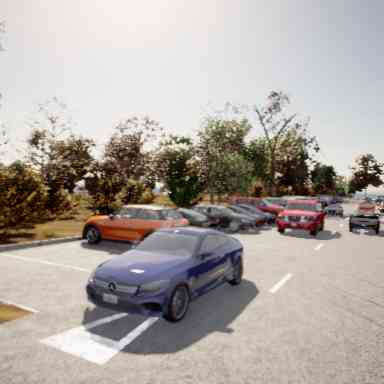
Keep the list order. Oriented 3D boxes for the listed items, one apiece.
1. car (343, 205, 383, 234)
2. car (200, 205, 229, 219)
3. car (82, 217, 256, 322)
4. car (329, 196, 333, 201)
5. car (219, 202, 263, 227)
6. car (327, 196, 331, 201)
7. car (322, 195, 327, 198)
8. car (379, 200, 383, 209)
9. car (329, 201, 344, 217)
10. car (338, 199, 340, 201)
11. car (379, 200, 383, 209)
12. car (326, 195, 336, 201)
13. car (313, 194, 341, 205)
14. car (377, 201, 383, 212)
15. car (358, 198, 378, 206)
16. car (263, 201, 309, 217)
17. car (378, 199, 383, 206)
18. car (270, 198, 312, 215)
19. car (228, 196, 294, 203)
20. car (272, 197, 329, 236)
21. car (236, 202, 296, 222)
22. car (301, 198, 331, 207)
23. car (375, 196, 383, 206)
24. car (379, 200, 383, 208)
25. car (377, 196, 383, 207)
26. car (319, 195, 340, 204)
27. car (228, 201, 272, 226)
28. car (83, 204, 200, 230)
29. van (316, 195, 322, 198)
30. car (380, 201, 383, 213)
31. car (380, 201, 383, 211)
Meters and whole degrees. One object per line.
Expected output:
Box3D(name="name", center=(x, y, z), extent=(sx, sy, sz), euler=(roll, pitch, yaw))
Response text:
Box3D(name="car", center=(12.182, 1.992, 23.493), extent=(2.128, 1.511, 4.902), euler=(2, 0, 28))
Box3D(name="car", center=(-1.081, 1.487, 16.116), extent=(5.008, 1.535, 2.097), euler=(2, 0, 28))
Box3D(name="car", center=(-0.231, 1.536, 7.541), extent=(1.812, 1.442, 4.674), euler=(2, 0, 29))
Box3D(name="car", center=(21.463, 1.903, 58.514), extent=(5.008, 1.535, 2.097), euler=(2, 1, 28))
Box3D(name="car", center=(1.617, 1.600, 21.217), extent=(4.892, 1.521, 2.231), euler=(2, 0, 28))
Box3D(name="car", center=(20.146, 1.898, 56.017), extent=(5.008, 1.535, 2.097), euler=(2, 1, 28))
Box3D(name="car", center=(18.791, 1.766, 53.540), extent=(4.553, 1.767, 2.185), euler=(2, 1, 28))
Box3D(name="car", center=(36.628, 2.333, 60.272), extent=(4.674, 1.452, 2.002), euler=(2, 1, 28))
Box3D(name="car", center=(16.642, 2.105, 39.012), extent=(1.994, 1.385, 4.181), euler=(2, 1, 28))
Box3D(name="car", center=(29.473, 1.932, 73.585), extent=(4.892, 1.521, 2.231), euler=(2, 1, 28))
Box3D(name="car", center=(35.329, 2.318, 57.762), extent=(4.792, 1.488, 2.163), euler=(2, 1, 28))
Box3D(name="car", center=(24.182, 1.913, 63.606), extent=(5.008, 1.535, 2.097), euler=(2, 1, 28))
Box3D(name="car", center=(30.778, 1.683, 75.949), extent=(5.566, 2.045, 2.435), euler=(2, 1, 28))
Box3D(name="car", center=(31.160, 2.264, 50.378), extent=(5.366, 1.575, 1.946), euler=(2, 1, 28))
Box3D(name="car", center=(23.729, 2.003, 45.207), extent=(2.097, 1.767, 4.553), euler=(2, 1, 28))
Box3D(name="car", center=(10.886, 1.890, 38.698), extent=(4.792, 1.488, 2.163), euler=(2, 1, 28))
Box3D(name="car", center=(41.942, 2.347, 70.249), extent=(4.674, 1.452, 2.002), euler=(2, 1, 28))
Box3D(name="car", center=(12.214, 1.742, 41.048), extent=(4.553, 1.767, 2.185), euler=(2, 1, 28))
Box3D(name="car", center=(5.573, 1.511, 28.570), extent=(5.566, 2.045, 2.435), euler=(2, 0, 28))
Box3D(name="car", center=(7.025, 1.531, 21.109), extent=(2.150, 2.045, 5.566), euler=(2, 0, 28))
Box3D(name="car", center=(6.875, 1.813, 31.082), extent=(5.008, 1.535, 2.097), euler=(2, 0, 28))
Box3D(name="car", center=(22.825, 1.937, 61.129), extent=(4.792, 1.488, 2.163), euler=(2, 1, 28))
Box3D(name="car", center=(43.299, 2.058, 72.727), extent=(5.566, 2.045, 2.435), euler=(2, 1, 28))
Box3D(name="car", center=(37.960, 2.338, 62.764), extent=(4.674, 1.452, 2.002), euler=(2, 1, 28))
Box3D(name="car", center=(25.997, 1.999, 40.322), extent=(5.566, 2.045, 2.435), euler=(2, 1, 28))
Box3D(name="car", center=(33.520, 1.804, 81.037), extent=(4.553, 1.767, 2.185), euler=(2, 0, 28))
Box3D(name="car", center=(4.240, 1.737, 26.075), extent=(4.792, 1.488, 2.163), euler=(2, 0, 28))
Box3D(name="car", center=(-2.320, 1.310, 13.720), extent=(4.553, 1.767, 2.185), euler=(2, 0, 28))
Box3D(name="van", center=(16.126, 1.653, 48.704), extent=(4.442, 1.987, 1.878), euler=(2, 1, 28))
Box3D(name="car", center=(30.160, 2.269, 47.709), extent=(5.366, 1.575, 1.946), euler=(2, 1, 28))
Box3D(name="car", center=(32.652, 2.317, 52.785), extent=(4.674, 1.452, 2.002), euler=(2, 1, 28))
